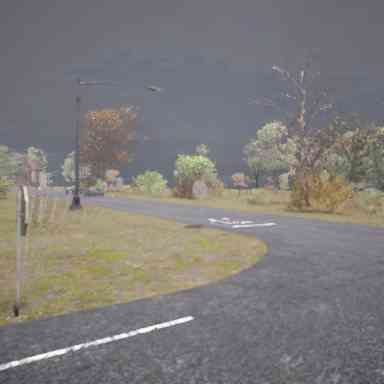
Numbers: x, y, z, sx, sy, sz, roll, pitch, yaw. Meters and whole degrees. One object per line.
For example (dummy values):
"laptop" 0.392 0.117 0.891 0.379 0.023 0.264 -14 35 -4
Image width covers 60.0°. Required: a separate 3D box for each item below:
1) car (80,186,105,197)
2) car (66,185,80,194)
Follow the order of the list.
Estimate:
"car" -14.586 -0.068 49.741 2.128 1.511 4.902 1 1 -36
"car" -20.410 -0.375 57.874 1.837 1.490 4.892 1 1 -36
